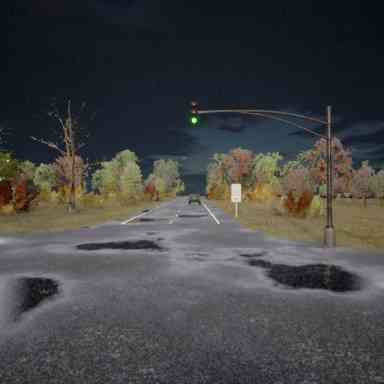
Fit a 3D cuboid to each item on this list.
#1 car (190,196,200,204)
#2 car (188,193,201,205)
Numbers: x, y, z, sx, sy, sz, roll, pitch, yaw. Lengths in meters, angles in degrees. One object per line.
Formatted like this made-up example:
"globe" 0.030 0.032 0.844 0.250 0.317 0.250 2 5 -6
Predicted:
"car" 0.555 1.616 69.623 2.033 1.411 5.357 0 0 0
"car" 0.473 1.271 59.234 2.150 2.045 5.566 0 0 0
